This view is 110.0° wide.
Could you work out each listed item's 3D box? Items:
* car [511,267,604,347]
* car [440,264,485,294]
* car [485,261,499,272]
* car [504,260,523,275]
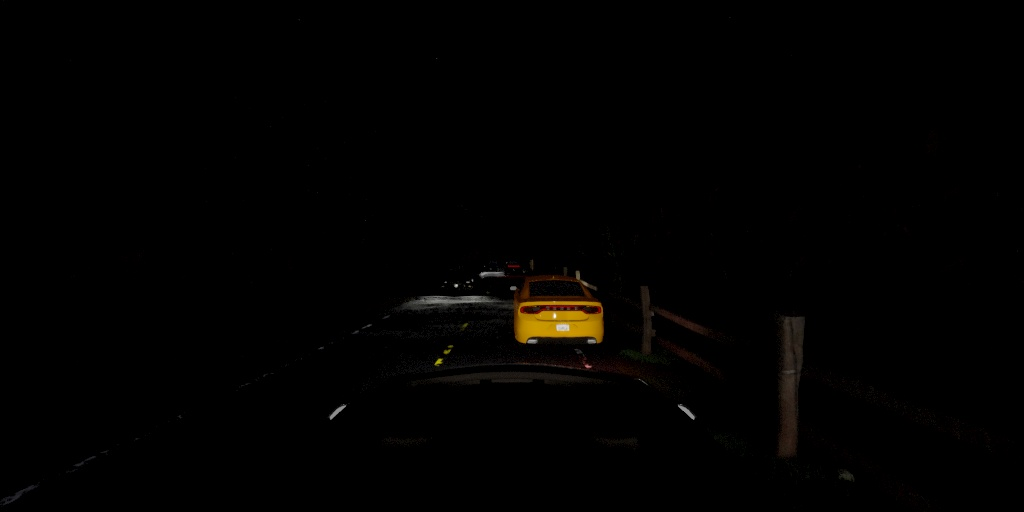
[{"bbox_3d":[0.982,1.227,9.367,1.882,1.535,5.008,0,0,0],"label":"car"},{"bbox_3d":[-2.806,1.248,20.471,1.837,1.490,4.892,0,0,0],"label":"car"},{"bbox_3d":[-2.648,1.316,46.497,1.895,1.301,4.718,0,0,0],"label":"car"},{"bbox_3d":[0.165,1.219,38.340,2.128,1.511,4.902,0,0,0],"label":"car"}]
